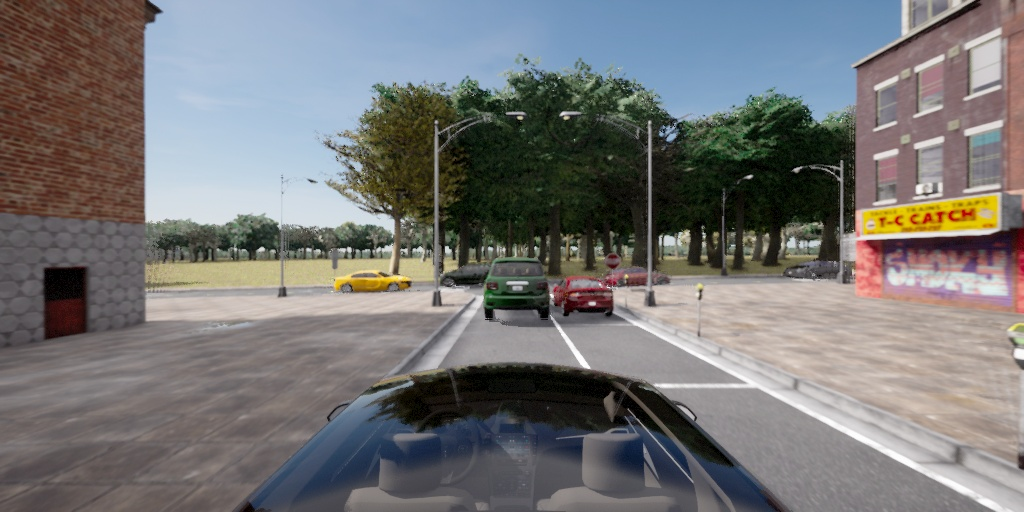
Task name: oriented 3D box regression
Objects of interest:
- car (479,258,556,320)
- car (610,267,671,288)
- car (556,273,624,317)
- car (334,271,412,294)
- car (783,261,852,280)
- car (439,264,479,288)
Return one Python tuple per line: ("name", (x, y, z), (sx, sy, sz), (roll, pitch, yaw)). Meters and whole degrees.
("car", (0.126, 1.120, 13.562), (2.150, 2.045, 5.566), (0, -1, -1))
("car", (8.357, 1.399, 24.083), (4.181, 1.385, 1.994), (-1, 0, -6))
("car", (2.639, 1.450, 13.934), (1.888, 1.381, 4.507), (0, 0, 0))
("car", (-9.378, 1.730, 24.380), (5.008, 1.535, 1.882), (-2, 0, 0))
("car", (23.192, 1.046, 27.335), (4.181, 1.385, 1.994), (-1, 0, 0))
("car", (-3.236, 1.446, 27.331), (4.553, 1.767, 2.097), (-1, 0, 0))
